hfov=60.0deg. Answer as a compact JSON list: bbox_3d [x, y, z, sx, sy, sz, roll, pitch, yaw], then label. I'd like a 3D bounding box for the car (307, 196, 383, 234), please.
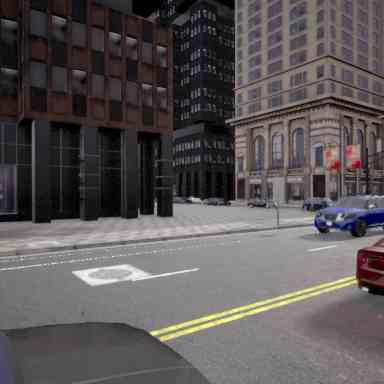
[{"bbox_3d":[9.039,1.222,18.108,5.566,2.045,2.150,0,0,-36],"label":"car"}]

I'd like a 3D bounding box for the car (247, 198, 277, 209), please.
[{"bbox_3d":[9.673,1.525,45.363,2.128,1.511,4.902,0,0,-35],"label":"car"}]

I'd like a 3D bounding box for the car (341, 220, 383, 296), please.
[{"bbox_3d":[5.681,1.477,7.494,5.008,1.535,1.882,0,0,-36],"label":"car"}]

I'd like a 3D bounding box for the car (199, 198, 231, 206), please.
[{"bbox_3d":[3.982,1.593,53.429,2.033,1.411,5.357,0,0,-35],"label":"car"}]

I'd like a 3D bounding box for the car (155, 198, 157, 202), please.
[{"bbox_3d":[-6.703,1.595,73.909,2.128,1.511,4.902,0,0,-35],"label":"car"}]

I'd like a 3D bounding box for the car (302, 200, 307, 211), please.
[{"bbox_3d":[14.948,1.376,37.897,2.097,1.767,4.553,0,0,-35],"label":"car"}]

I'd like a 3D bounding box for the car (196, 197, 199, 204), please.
[{"bbox_3d":[-0.095,1.578,64.735,1.812,1.442,4.674,0,0,-35],"label":"car"}]

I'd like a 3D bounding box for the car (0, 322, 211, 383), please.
[{"bbox_3d":[-2.334,1.547,1.779,5.357,1.411,2.033,0,0,-35],"label":"car"}]

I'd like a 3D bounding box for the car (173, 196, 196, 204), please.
[{"bbox_3d":[-2.128,1.608,62.138,2.033,1.411,5.357,0,0,-35],"label":"car"}]
